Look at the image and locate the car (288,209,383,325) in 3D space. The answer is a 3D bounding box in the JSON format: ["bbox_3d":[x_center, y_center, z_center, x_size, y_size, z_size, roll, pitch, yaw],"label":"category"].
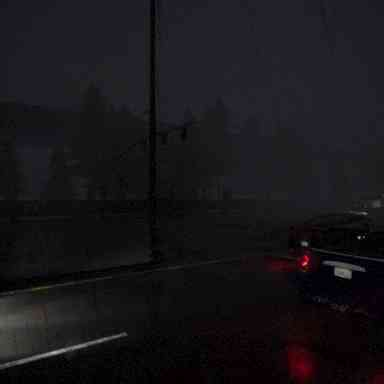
[{"bbox_3d":[4.243,1.371,6.772,4.553,1.767,2.097,0,0,-35],"label":"car"}]

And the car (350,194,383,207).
[{"bbox_3d":[21.739,1.296,40.975,5.566,2.045,2.150,0,0,-35],"label":"car"}]

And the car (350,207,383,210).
[{"bbox_3d":[5.616,1.504,12.052,5.008,1.535,1.882,0,0,-36],"label":"car"}]
